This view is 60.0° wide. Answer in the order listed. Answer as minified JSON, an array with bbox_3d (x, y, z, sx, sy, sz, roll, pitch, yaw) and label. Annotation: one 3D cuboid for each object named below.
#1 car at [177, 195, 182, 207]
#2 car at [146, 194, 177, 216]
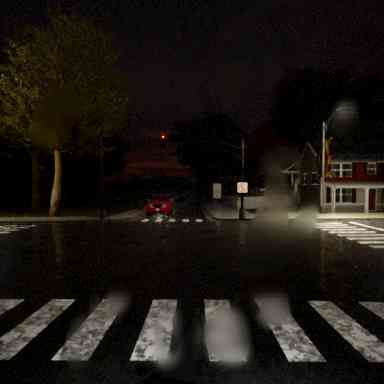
[{"bbox_3d":[-2.935,1.445,46.475,2.128,1.511,4.902,0,0,0],"label":"car"},{"bbox_3d":[-3.000,1.194,32.045,2.150,2.045,5.566,0,0,1],"label":"car"}]
